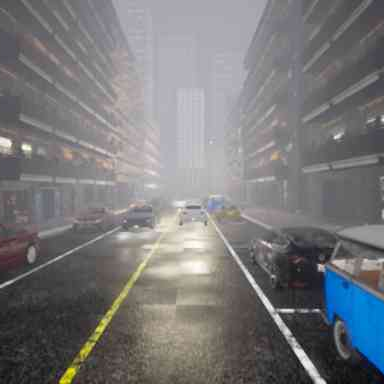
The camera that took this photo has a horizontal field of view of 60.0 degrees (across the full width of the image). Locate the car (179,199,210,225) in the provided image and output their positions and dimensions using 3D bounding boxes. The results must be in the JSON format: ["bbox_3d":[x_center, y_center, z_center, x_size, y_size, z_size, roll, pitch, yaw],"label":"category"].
[{"bbox_3d":[0.098,1.477,23.212,1.812,1.442,4.674,0,0,0],"label":"car"}]

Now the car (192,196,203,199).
[{"bbox_3d":[0.119,1.513,44.379,1.895,1.301,4.718,0,0,0],"label":"car"}]

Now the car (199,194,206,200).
[{"bbox_3d":[2.716,1.371,86.268,1.752,1.417,4.829,-1,0,0],"label":"car"}]

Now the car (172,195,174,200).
[{"bbox_3d":[-5.670,1.303,75.067,1.967,1.590,4.097,-1,0,0],"label":"car"}]

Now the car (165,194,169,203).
[{"bbox_3d":[-5.675,1.434,58.497,1.887,1.381,4.507,0,0,0],"label":"car"}]

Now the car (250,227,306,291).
[{"bbox_3d":[2.688,1.547,8.771,1.947,1.339,4.313,0,0,0],"label":"car"}]

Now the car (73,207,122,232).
[{"bbox_3d":[-5.689,1.540,19.833,1.802,1.307,4.206,0,0,0],"label":"car"}]

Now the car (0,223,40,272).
[{"bbox_3d":[-5.694,1.526,8.786,1.887,1.381,4.507,0,0,0],"label":"car"}]

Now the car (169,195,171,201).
[{"bbox_3d":[-5.673,1.425,64.021,1.887,1.381,4.507,-1,0,0],"label":"car"}]

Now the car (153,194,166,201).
[{"bbox_3d":[-5.677,1.464,52.973,1.947,1.339,4.313,0,0,0],"label":"car"}]

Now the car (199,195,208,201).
[{"bbox_3d":[2.714,1.405,80.574,2.008,1.369,4.403,-1,0,0],"label":"car"}]

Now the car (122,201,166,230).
[{"bbox_3d":[-3.052,1.503,20.940,2.033,1.411,5.357,0,0,0],"label":"car"}]

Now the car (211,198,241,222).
[{"bbox_3d":[2.693,1.472,25.510,1.752,1.417,4.829,-1,0,0],"label":"car"}]

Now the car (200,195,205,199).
[{"bbox_3d":[2.706,1.439,58.480,2.008,1.369,4.403,-1,0,0],"label":"car"}]

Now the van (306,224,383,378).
[{"bbox_3d":[2.684,1.334,3.246,1.690,1.788,3.998,0,0,0],"label":"van"}]

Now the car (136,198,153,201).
[{"bbox_3d":[-5.684,1.453,36.233,1.752,1.417,4.829,0,0,0],"label":"car"}]

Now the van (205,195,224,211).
[{"bbox_3d":[2.696,1.268,36.387,1.690,1.788,3.998,-1,0,0],"label":"van"}]

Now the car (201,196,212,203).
[{"bbox_3d":[2.708,1.430,64.004,2.008,1.369,4.403,-1,0,0],"label":"car"}]
